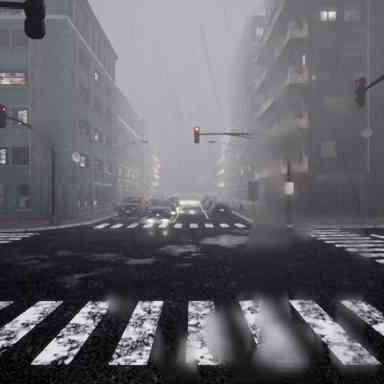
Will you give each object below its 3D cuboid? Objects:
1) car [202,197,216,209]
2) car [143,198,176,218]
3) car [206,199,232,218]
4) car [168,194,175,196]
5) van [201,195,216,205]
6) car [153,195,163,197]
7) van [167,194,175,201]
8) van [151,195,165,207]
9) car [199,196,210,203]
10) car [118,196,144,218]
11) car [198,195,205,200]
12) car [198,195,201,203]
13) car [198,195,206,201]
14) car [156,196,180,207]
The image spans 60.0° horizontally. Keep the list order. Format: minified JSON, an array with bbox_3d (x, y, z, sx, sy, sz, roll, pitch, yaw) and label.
[{"bbox_3d":[2.552,1.573,41.283,1.802,1.307,4.206,0,0,0],"label":"car"},{"bbox_3d":[-2.861,1.543,30.496,2.033,1.411,5.357,0,0,0],"label":"car"},{"bbox_3d":[2.556,1.562,30.179,1.947,1.339,4.313,0,0,0],"label":"car"},{"bbox_3d":[-2.858,1.511,50.860,1.812,1.442,4.674,0,0,0],"label":"car"},{"bbox_3d":[2.550,1.329,46.835,1.690,1.788,3.998,0,0,0],"label":"van"},{"bbox_3d":[-5.331,1.532,46.831,1.887,1.381,4.507,0,0,0],"label":"car"},{"bbox_3d":[-5.345,1.300,85.695,1.690,1.788,3.998,0,0,0],"label":"van"},{"bbox_3d":[-5.333,1.325,52.383,1.690,1.788,3.998,0,0,0],"label":"van"},{"bbox_3d":[2.541,1.525,69.043,2.008,1.369,4.403,0,0,0],"label":"car"},{"bbox_3d":[-5.324,1.311,30.175,2.192,1.841,5.009,0,0,0],"label":"car"},{"bbox_3d":[2.532,1.498,91.251,1.887,1.381,4.507,0,0,0],"label":"car"},{"bbox_3d":[2.545,1.421,57.938,1.967,1.590,4.097,0,0,0],"label":"car"},{"bbox_3d":[2.534,1.504,85.699,1.887,1.381,4.507,0,0,0],"label":"car"},{"bbox_3d":[-2.862,1.538,40.598,2.033,1.411,5.357,0,0,0],"label":"car"}]
